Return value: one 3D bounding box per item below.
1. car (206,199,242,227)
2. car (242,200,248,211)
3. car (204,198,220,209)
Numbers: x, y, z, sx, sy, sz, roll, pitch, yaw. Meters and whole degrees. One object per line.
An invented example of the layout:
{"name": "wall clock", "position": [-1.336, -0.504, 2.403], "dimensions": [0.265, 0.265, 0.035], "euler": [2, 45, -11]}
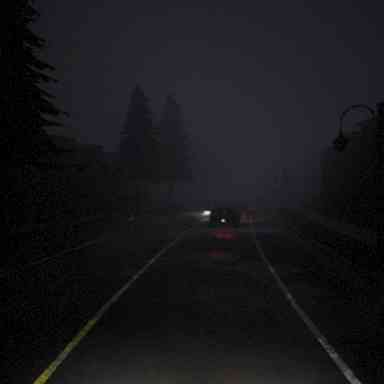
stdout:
{"name": "car", "position": [2.292, 1.503, 22.707], "dimensions": [1.837, 1.490, 4.892], "euler": [0, 0, 9]}
{"name": "car", "position": [5.801, 1.601, 40.075], "dimensions": [1.895, 1.301, 4.718], "euler": [0, 0, 12]}
{"name": "car", "position": [2.819, 1.492, 43.368], "dimensions": [2.128, 1.511, 4.902], "euler": [0, 0, 12]}
